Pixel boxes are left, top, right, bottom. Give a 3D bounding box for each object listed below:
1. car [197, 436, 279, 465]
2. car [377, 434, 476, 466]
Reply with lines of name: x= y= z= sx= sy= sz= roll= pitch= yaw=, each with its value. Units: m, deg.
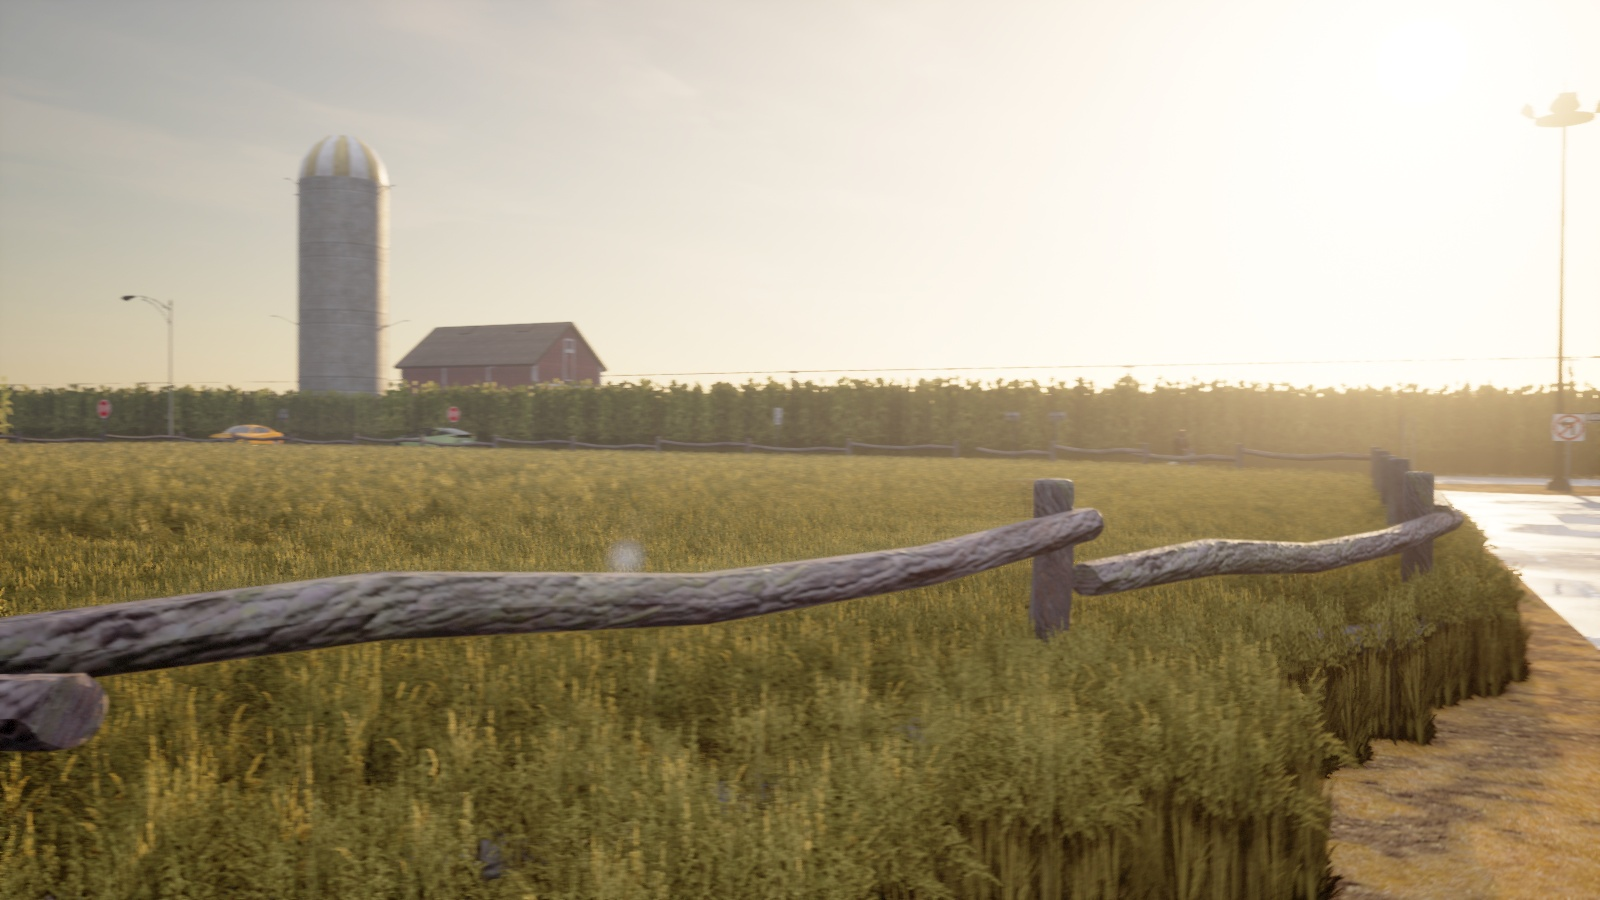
car: x=-31.520 y=0.003 z=70.596 sx=1.882 sy=1.535 sz=5.008 roll=-1 pitch=1 yaw=7
car: x=-18.264 y=-0.011 z=61.439 sx=4.514 sy=1.525 sz=2.007 roll=0 pitch=1 yaw=28
